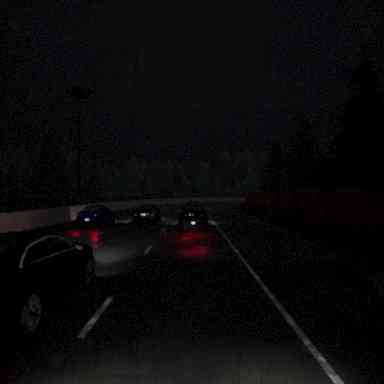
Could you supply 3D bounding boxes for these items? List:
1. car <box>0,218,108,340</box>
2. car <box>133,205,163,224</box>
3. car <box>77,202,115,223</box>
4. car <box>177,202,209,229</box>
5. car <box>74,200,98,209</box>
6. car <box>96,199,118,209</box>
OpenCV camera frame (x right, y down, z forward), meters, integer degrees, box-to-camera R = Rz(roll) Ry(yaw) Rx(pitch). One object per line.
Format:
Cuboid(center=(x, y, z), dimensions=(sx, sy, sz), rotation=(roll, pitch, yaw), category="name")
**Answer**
Cuboid(center=(-3.406, 1.531, 6.602), dimensions=(2.128, 1.511, 4.902), rotation=(0, 0, 0), category="car")
Cuboid(center=(-3.426, 1.701, 26.254), dimensions=(2.033, 1.411, 5.357), rotation=(0, 0, 0), category="car")
Cuboid(center=(-6.938, 1.668, 24.238), dimensions=(1.812, 1.442, 4.674), rotation=(0, 0, 0), category="car")
Cuboid(center=(0.077, 1.635, 22.449), dimensions=(1.837, 1.490, 4.892), rotation=(0, -1, 0), category="car")
Cuboid(center=(-16.988, 1.918, 53.606), dimensions=(1.895, 1.301, 4.718), rotation=(0, 0, 6), category="car")
Cuboid(center=(-13.505, 1.845, 53.254), dimensions=(1.837, 1.490, 4.892), rotation=(0, 0, 6), category="car")
